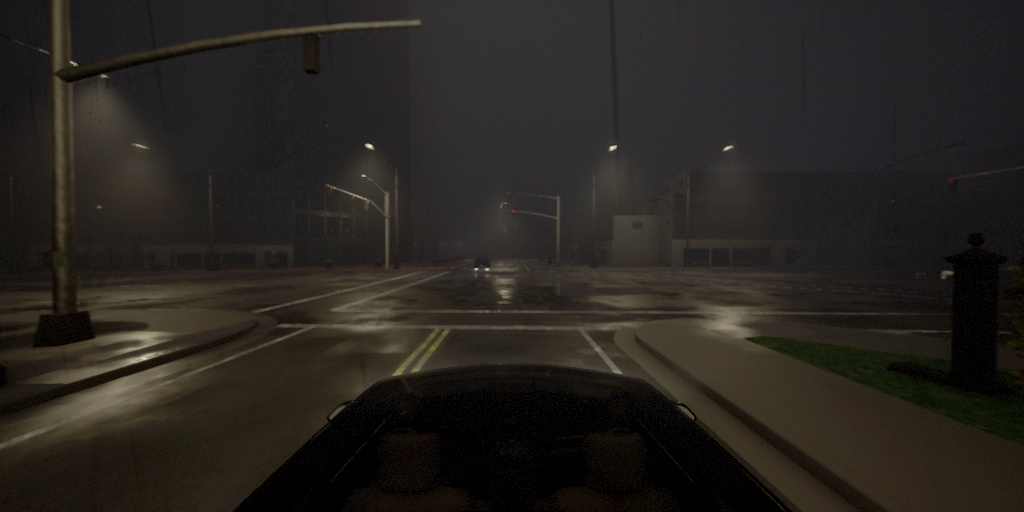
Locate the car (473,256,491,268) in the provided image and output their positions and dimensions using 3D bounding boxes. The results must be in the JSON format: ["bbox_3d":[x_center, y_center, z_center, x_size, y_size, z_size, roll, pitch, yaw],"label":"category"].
[{"bbox_3d":[-3.495,0.649,43.105,2.033,1.411,5.357,0,1,0],"label":"car"}]
